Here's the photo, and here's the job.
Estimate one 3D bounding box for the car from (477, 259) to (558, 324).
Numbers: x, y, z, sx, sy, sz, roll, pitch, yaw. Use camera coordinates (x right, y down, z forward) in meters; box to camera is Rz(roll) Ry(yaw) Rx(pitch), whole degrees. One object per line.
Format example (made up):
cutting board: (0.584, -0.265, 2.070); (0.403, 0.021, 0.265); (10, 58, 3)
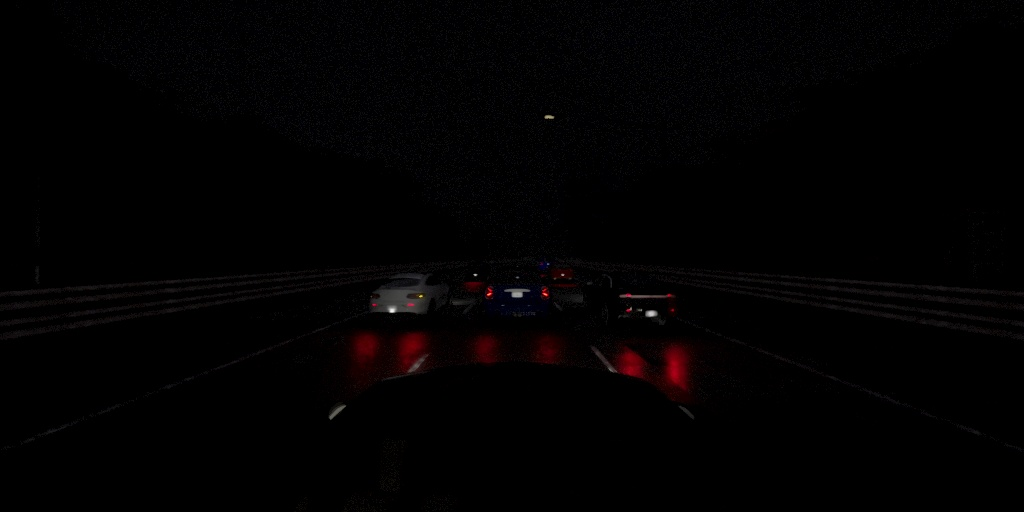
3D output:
car: (0.173, 1.110, 12.191); (2.097, 1.767, 4.553); (0, 0, 1)

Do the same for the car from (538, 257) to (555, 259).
car: (4.478, 1.090, 45.492); (2.150, 2.045, 5.566); (0, 0, 3)

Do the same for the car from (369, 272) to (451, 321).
car: (-3.340, 1.283, 12.367); (1.812, 1.442, 4.674); (0, 0, 0)

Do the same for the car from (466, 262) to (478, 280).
car: (-2.928, 1.307, 31.809); (1.837, 1.490, 4.892); (0, 0, 2)

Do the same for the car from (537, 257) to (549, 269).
car: (5.553, 1.227, 65.292); (2.150, 2.045, 5.566); (0, 0, 4)

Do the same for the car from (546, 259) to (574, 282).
car: (3.902, 1.275, 29.518); (1.882, 1.535, 5.008); (0, 0, 2)

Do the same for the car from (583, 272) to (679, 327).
car: (3.558, 1.250, 11.502); (2.128, 1.511, 4.902); (0, 0, 1)
